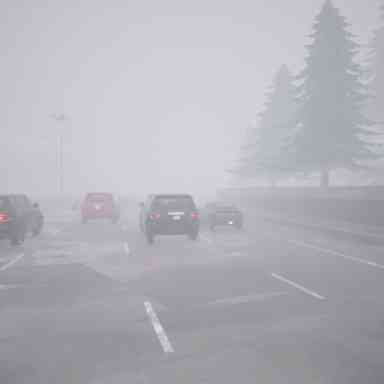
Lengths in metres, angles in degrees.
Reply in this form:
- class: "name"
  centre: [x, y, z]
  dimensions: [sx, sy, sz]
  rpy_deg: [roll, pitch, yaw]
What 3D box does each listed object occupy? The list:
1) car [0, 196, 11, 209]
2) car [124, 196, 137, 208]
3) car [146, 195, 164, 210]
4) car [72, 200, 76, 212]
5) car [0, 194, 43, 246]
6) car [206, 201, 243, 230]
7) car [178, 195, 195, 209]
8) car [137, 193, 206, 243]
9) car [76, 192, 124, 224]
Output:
- class: "car"
  centre: [-21.719, 1.163, 36.122]
  dimensions: [1.812, 1.442, 4.674]
  rpy_deg: [0, 0, -3]
- class: "car"
  centre: [-7.718, 1.138, 40.607]
  dimensions: [2.033, 1.411, 5.357]
  rpy_deg: [0, 0, -2]
- class: "car"
  centre: [-4.105, 1.124, 37.654]
  dimensions: [1.837, 1.490, 4.892]
  rpy_deg: [0, 0, -3]
- class: "car"
  centre: [-10.874, 1.185, 33.902]
  dimensions: [1.812, 1.442, 4.674]
  rpy_deg: [0, 0, -4]
- class: "car"
  centre: [-8.078, 1.077, 14.320]
  dimensions: [2.150, 2.045, 5.566]
  rpy_deg: [0, 1, -12]
- class: "car"
  centre: [1.541, 1.305, 19.767]
  dimensions: [1.837, 1.490, 4.892]
  rpy_deg: [0, 1, -11]
- class: "car"
  centre: [-0.655, 1.136, 38.759]
  dimensions: [1.812, 1.442, 4.674]
  rpy_deg: [0, 0, -3]
- class: "car"
  centre: [-1.193, 1.064, 15.566]
  dimensions: [2.150, 2.045, 5.566]
  rpy_deg: [0, 1, -13]
- class: "car"
  centre: [-6.090, 0.993, 22.690]
  dimensions: [2.150, 2.045, 5.566]
  rpy_deg: [0, 1, -9]
